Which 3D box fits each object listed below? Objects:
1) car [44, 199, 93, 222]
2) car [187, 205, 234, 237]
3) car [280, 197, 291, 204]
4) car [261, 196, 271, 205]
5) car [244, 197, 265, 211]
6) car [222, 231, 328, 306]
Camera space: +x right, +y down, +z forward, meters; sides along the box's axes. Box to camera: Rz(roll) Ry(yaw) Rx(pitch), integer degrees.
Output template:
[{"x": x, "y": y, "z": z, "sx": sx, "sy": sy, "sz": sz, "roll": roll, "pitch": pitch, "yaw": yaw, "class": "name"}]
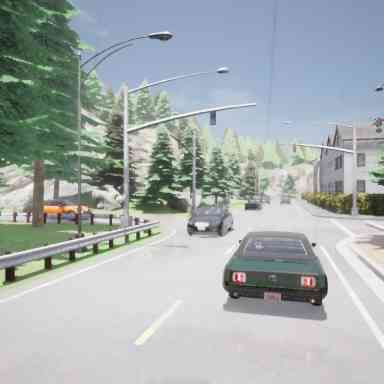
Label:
[{"x": -10.266, "y": 1.367, "z": 26.566, "sx": 4.553, "sy": 1.767, "sz": 2.097, "roll": 0, "pitch": 0, "yaw": 16, "class": "car"}, {"x": 1.121, "y": 1.496, "z": 18.373, "sx": 2.128, "sy": 1.511, "sz": 4.902, "roll": 0, "pitch": 0, "yaw": 16, "class": "car"}, {"x": 17.363, "y": 1.547, "z": 61.779, "sx": 2.033, "sy": 1.411, "sz": 5.357, "roll": 0, "pitch": 0, "yaw": 16, "class": "car"}, {"x": 13.393, "y": 1.493, "z": 61.080, "sx": 2.128, "sy": 1.511, "sz": 4.902, "roll": 0, "pitch": 0, "yaw": 16, "class": "car"}, {"x": 7.652, "y": 1.600, "z": 41.243, "sx": 1.895, "sy": 1.301, "sz": 4.718, "roll": 0, "pitch": 0, "yaw": 16, "class": "car"}, {"x": 2.059, "y": 1.601, "z": 8.143, "sx": 1.895, "sy": 1.301, "sz": 4.718, "roll": 0, "pitch": 0, "yaw": 16, "class": "car"}]
